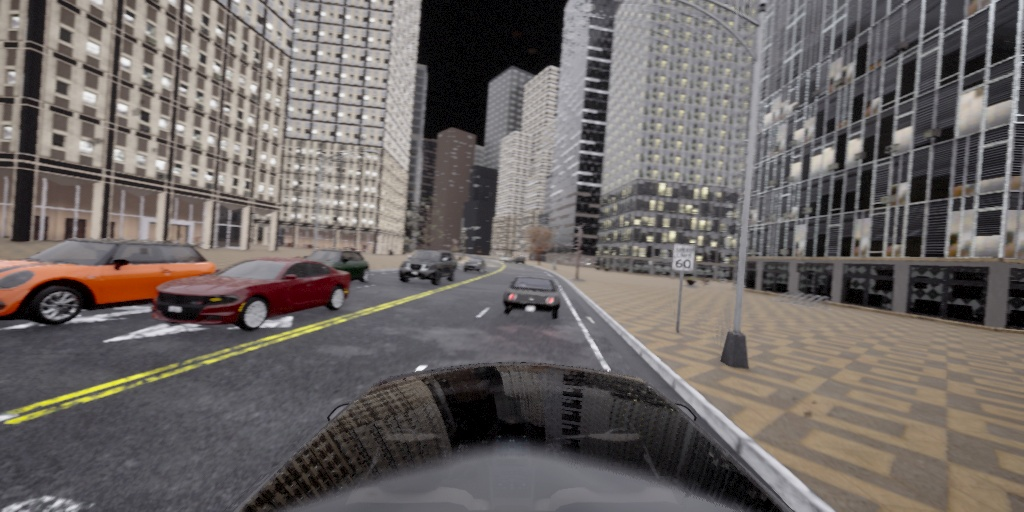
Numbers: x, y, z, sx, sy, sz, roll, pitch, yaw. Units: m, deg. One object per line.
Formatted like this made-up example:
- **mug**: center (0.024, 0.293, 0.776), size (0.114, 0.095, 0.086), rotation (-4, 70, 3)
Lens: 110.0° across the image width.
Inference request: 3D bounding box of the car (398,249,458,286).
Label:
- **car**: center (-5.039, 0.602, 22.242), size (2.150, 2.045, 5.566), rotation (4, 0, 5)

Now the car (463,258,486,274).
- **car**: center (-3.819, 0.993, 37.685), size (1.837, 1.490, 4.892), rotation (4, -1, 4)

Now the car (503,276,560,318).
- **car**: center (0.813, 1.428, 13.781), size (1.895, 1.301, 4.718), rotation (4, 0, 5)

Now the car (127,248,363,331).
- **car**: center (-6.167, 0.758, 9.296), size (1.882, 1.535, 5.008), rotation (4, 0, 5)

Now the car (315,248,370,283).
- **car**: center (-8.725, 0.442, 17.288), size (2.097, 1.767, 4.553), rotation (4, 0, 5)

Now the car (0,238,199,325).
- **car**: center (-9.494, 0.372, 8.348), size (2.097, 1.767, 4.553), rotation (4, 0, 5)
